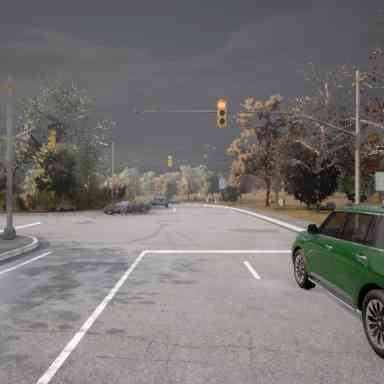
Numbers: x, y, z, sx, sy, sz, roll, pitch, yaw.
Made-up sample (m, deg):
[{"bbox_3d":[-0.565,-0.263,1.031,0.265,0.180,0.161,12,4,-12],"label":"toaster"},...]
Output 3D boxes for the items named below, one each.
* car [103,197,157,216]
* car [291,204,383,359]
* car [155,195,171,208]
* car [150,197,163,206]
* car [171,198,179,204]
[{"bbox_3d":[-6.246,1.556,32.925,2.033,1.411,5.357,0,0,32],"label":"car"},{"bbox_3d":[3.582,1.221,6.066,2.150,2.045,5.566,0,0,0],"label":"car"},{"bbox_3d":[-4.879,1.426,52.345,2.150,2.045,5.566,0,-1,-6],"label":"car"},{"bbox_3d":[-7.285,1.889,67.881,2.097,1.767,4.553,0,-1,-12],"label":"car"},{"bbox_3d":[-4.656,2.359,82.987,2.128,1.511,4.902,0,-1,-22],"label":"car"}]
